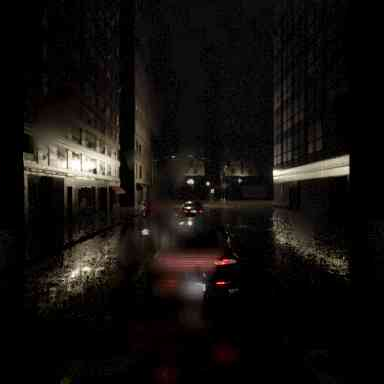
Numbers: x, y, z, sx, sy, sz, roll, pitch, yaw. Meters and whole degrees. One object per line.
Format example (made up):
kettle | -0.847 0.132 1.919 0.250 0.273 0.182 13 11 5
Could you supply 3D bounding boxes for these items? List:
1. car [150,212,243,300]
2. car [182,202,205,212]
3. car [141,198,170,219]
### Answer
car | 0.102 1.492 8.366 2.128 1.511 4.902 0 0 0
car | 0.121 1.549 28.127 2.033 1.411 5.357 0 0 0
car | -3.075 1.353 28.908 2.097 1.767 4.553 0 0 0
